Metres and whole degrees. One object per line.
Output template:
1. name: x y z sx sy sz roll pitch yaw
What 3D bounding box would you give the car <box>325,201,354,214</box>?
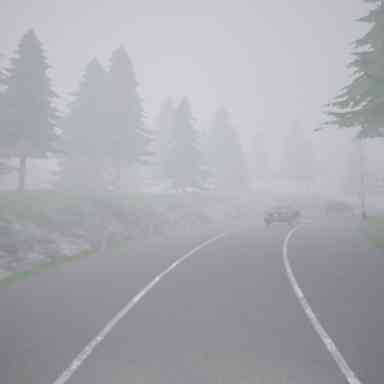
1. car: 17.088 1.777 38.263 4.902 1.511 2.128 1 -5 -45

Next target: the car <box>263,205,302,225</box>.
1. car: 6.811 1.663 24.784 2.033 1.411 5.357 -3 -2 28
